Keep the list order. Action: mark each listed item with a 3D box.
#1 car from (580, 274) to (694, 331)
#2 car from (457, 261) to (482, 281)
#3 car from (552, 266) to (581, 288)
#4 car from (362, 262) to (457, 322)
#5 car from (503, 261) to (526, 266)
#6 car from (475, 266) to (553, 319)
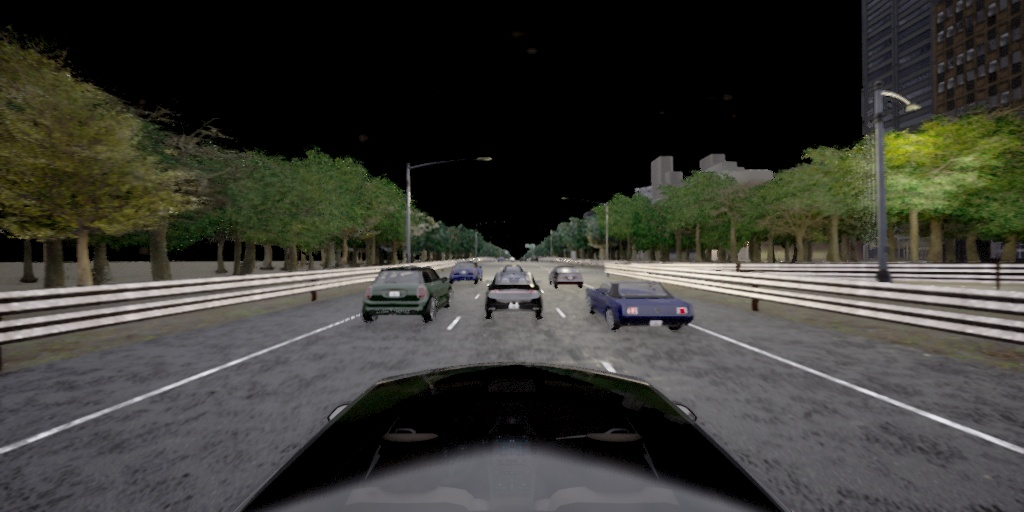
[{"bbox_3d":[3.559,1.382,11.032,1.895,1.301,4.718,0,0,1],"label":"car"},{"bbox_3d":[-3.433,1.164,27.696,2.097,1.767,4.553,0,0,0],"label":"car"},{"bbox_3d":[3.541,1.361,24.213,2.033,1.411,5.357,0,0,0],"label":"car"},{"bbox_3d":[-3.433,1.138,12.635,2.097,1.767,4.553,0,0,0],"label":"car"},{"bbox_3d":[0.074,1.376,28.582,1.994,1.385,4.181,0,0,0],"label":"car"},{"bbox_3d":[0.069,1.280,13.002,2.128,1.511,4.902,0,0,0],"label":"car"}]
